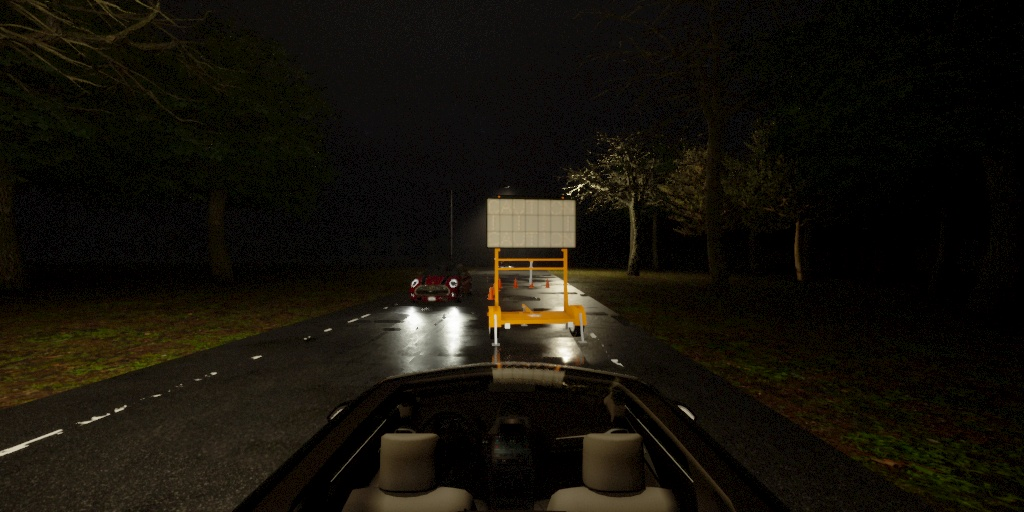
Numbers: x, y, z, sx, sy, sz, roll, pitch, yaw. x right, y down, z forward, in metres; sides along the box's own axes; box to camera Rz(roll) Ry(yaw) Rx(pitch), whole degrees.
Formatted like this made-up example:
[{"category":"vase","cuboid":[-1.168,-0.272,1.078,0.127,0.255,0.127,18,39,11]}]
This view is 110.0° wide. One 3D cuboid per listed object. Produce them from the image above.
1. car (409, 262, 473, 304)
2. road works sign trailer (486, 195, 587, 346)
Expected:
[{"category":"car","cuboid":[-3.085,1.099,16.352,2.097,1.767,4.553,0,0,2]},{"category":"road works sign trailer","cuboid":[0.490,0.212,9.520,2.380,3.560,2.880,0,0,-6]}]
